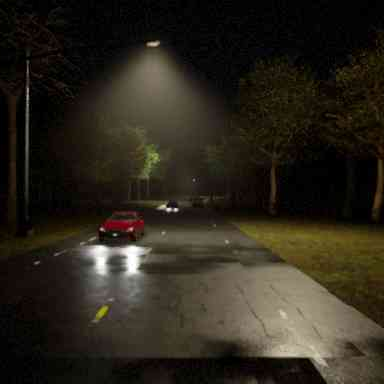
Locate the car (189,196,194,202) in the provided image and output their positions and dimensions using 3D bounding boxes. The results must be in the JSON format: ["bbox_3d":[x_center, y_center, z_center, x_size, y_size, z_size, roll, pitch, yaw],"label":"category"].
[{"bbox_3d":[1.056,1.985,68.750,2.150,2.045,5.566,0,0,0],"label":"car"}]

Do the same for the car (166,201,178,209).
[{"bbox_3d":[-3.538,2.292,60.186,1.994,1.385,4.181,0,0,1],"label":"car"}]

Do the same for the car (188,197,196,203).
[{"bbox_3d":[0.007,2.152,92.932,2.033,1.411,5.357,0,1,0],"label":"car"}]

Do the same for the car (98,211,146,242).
[{"bbox_3d":[-3.610,1.766,17.915,1.812,1.442,4.674,0,-1,0],"label":"car"}]

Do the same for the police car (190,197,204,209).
[{"bbox_3d":[1.055,2.145,58.833,1.930,1.638,5.238,0,0,0],"label":"police car"}]
